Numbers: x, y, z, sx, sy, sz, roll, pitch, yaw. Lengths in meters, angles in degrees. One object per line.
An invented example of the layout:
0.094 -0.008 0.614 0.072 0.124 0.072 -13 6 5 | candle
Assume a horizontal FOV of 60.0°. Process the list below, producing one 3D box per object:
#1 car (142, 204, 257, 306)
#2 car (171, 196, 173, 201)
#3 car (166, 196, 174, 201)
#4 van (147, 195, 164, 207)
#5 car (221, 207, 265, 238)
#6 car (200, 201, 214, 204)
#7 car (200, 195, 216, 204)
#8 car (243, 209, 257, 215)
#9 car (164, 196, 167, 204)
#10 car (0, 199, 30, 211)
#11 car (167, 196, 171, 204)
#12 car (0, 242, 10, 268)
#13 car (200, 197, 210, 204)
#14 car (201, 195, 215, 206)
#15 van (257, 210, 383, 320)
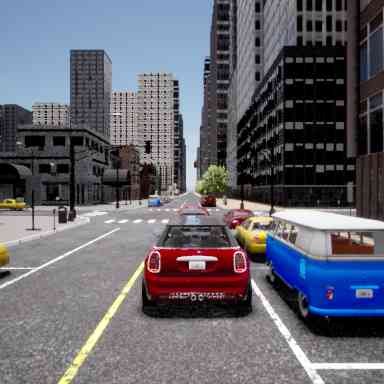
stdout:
0.089 1.352 8.168 2.097 1.767 4.553 0 0 0 | car
-5.789 1.653 72.825 2.008 1.369 4.403 0 0 0 | car
-5.811 1.673 89.227 1.752 1.417 4.829 0 0 0 | car
-5.760 1.395 50.730 1.690 1.788 3.998 0 0 0 | van
2.663 1.587 18.355 1.802 1.307 4.206 0 0 0 | car
0.077 1.482 17.374 1.882 1.535 5.008 0 0 0 | car
2.620 1.369 50.743 2.192 1.841 5.009 0 0 0 | car
2.671 1.527 12.863 1.752 1.417 4.829 0 0 0 | car
-5.767 1.505 56.254 1.967 1.590 4.097 0 0 0 | car
-21.460 1.469 38.541 4.829 1.417 1.752 0 0 0 | car
-5.782 1.529 67.303 1.967 1.590 4.097 0 0 0 | car
-5.701 1.525 6.847 1.752 1.417 4.829 0 0 0 | car
2.599 1.655 67.316 1.947 1.339 4.313 0 0 0 | car
2.612 1.380 56.268 2.192 1.841 5.009 0 0 0 | car
2.678 1.341 7.028 1.690 1.788 3.998 0 0 0 | van
